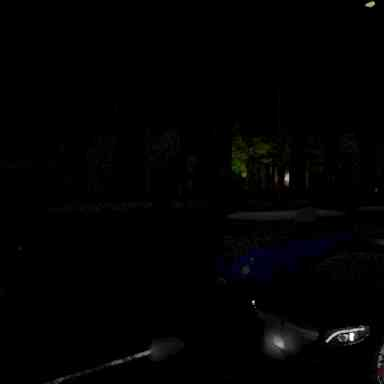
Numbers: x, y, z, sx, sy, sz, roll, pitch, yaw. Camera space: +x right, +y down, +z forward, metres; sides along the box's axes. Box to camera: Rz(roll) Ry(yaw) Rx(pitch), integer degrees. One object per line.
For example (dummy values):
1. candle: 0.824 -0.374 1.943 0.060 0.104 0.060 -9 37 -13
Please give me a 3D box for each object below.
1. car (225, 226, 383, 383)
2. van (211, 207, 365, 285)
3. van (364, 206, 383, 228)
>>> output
1. car: 2.941 1.535 5.356 4.674 1.442 1.812 0 0 -36
2. van: 2.342 1.352 8.210 3.998 1.788 1.690 0 0 -36
3. van: 6.946 1.361 11.498 3.998 1.788 1.690 0 0 -36
